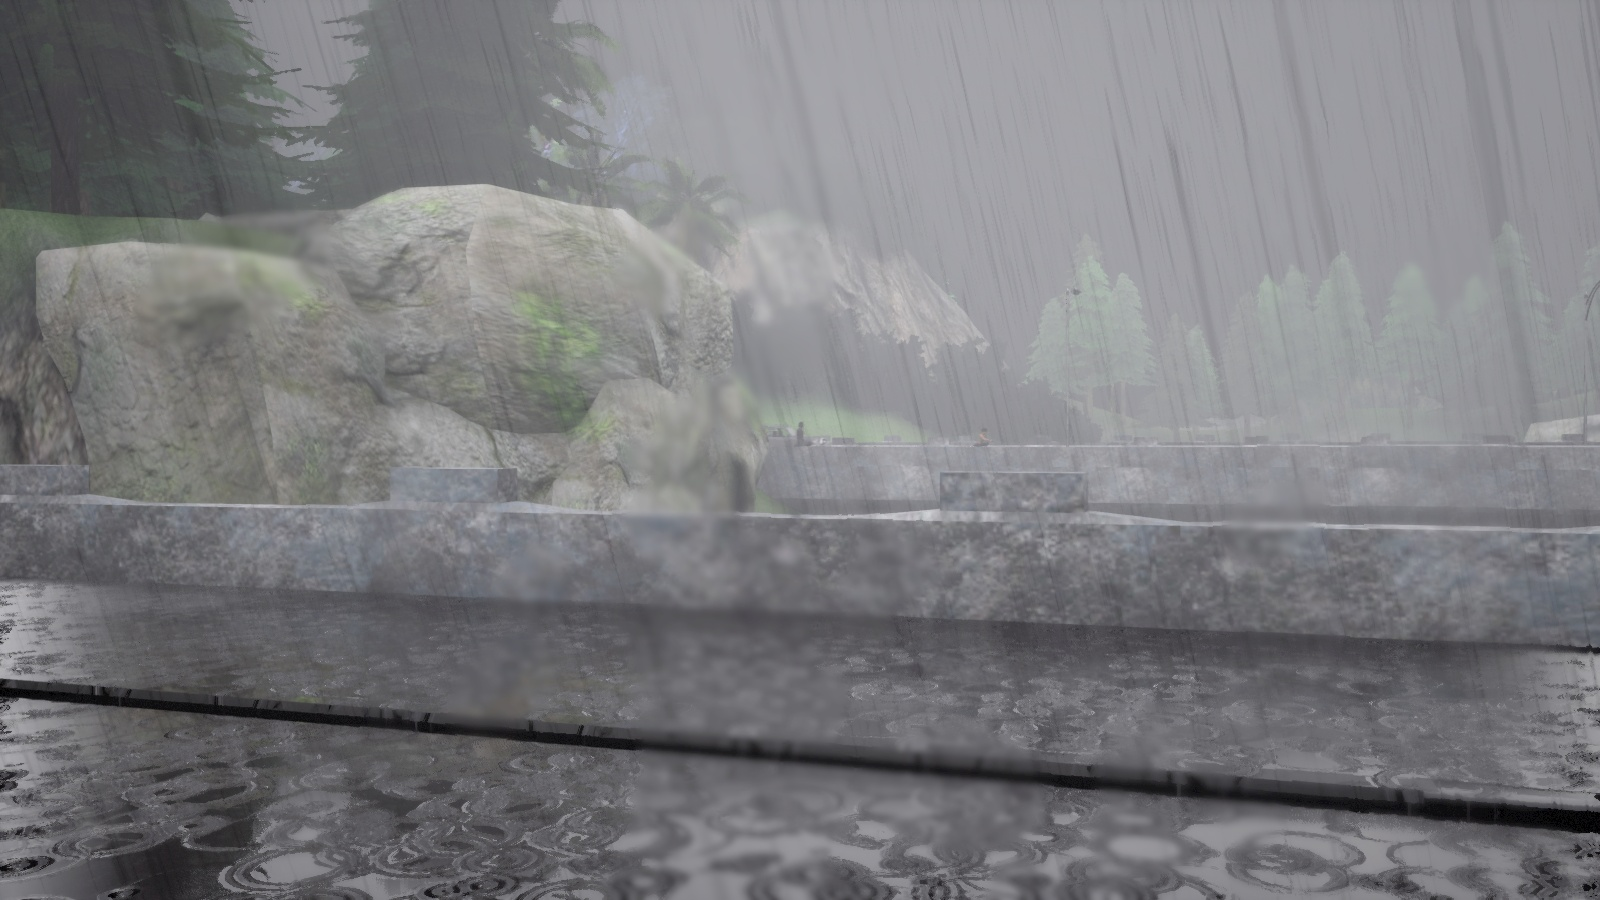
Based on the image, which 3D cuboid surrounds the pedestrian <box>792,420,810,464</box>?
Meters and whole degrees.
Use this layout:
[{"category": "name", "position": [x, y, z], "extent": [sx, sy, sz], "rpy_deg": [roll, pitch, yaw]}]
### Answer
[{"category": "pedestrian", "position": [0.059, -0.346, 55.157], "extent": [0.666, 1.930, 0.402], "rpy_deg": [1, 1, 33]}]

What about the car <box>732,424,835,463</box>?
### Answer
[{"category": "car", "position": [-0.791, -0.326, 60.417], "extent": [4.605, 1.855, 1.932], "rpy_deg": [0, 1, 19]}]
